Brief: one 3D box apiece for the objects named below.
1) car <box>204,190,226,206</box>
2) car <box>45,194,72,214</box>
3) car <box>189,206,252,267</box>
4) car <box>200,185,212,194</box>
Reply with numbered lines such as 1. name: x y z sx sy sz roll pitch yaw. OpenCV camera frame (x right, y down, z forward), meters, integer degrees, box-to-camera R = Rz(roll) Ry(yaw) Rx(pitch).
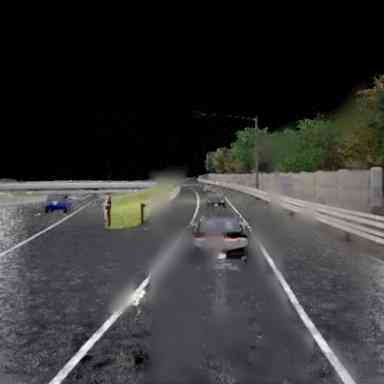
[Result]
1. car: 2.417 0.827 34.391 1.895 1.301 4.718 -1 3 2
2. car: -14.596 1.260 36.453 2.150 2.045 5.566 -1 1 -14
3. car: 0.970 1.508 11.566 2.128 1.511 4.902 -1 1 5
4. car: 2.534 -0.518 57.919 2.033 1.411 5.357 -1 3 -2
